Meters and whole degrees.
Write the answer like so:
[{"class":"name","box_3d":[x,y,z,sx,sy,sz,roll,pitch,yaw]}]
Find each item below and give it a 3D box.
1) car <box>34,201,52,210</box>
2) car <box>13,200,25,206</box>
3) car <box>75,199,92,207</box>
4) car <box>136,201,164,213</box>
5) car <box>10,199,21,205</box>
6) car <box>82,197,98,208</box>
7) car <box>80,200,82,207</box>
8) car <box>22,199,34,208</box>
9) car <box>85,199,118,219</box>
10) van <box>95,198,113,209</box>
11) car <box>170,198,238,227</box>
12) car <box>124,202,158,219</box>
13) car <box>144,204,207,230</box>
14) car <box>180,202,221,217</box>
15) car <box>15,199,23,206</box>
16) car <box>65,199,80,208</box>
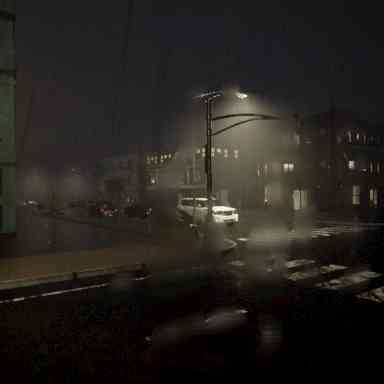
[{"class":"car","box_3d":[-25.231,2.232,56.950,1.752,1.417,4.829,-1,0,-36]},{"class":"car","box_3d":[-41.425,2.547,79.603,2.008,1.369,4.403,-1,0,-36]},{"class":"car","box_3d":[-21.733,2.227,66.466,1.887,1.381,4.507,-1,0,-36]},{"class":"car","box_3d":[-5.636,1.966,43.952,1.802,1.307,4.206,-2,0,-36]},{"class":"car","box_3d":[-44.644,2.597,84.104,1.887,1.381,4.507,-1,0,-36]},{"class":"car","box_3d":[-15.393,2.032,53.157,1.882,1.535,5.008,-1,0,-35]},{"class":"car","box_3d":[-18.519,1.939,61.963,2.192,1.841,5.009,-1,0,-36]},{"class":"car","box_3d":[-31.768,2.375,66.094,2.008,1.369,4.403,-1,0,-36]},{"class":"car","box_3d":[-9.237,1.846,34.574,1.967,1.590,4.097,-1,0,-36]},{"class":"van","box_3d":[-15.299,1.906,57.460,1.690,1.788,3.998,-1,0,-36]},{"class":"car","box_3d":[0.956,1.442,24.784,2.150,2.045,5.566,-1,0,-35]},{"class":"car","box_3d":[-4.995,1.886,33.112,2.033,1.411,5.357,-1,0,-36]},{"class":"car","box_3d":[-1.262,1.814,23.215,1.947,1.339,4.313,-2,0,-36]},{"class":"car","box_3d":[0.801,1.809,34.947,2.008,1.369,4.403,-2,0,-36]},{"class":"car","box_3d":[-38.208,2.379,75.099,1.967,1.590,4.097,-1,0,-36]},{"class":"car","box_3d":[-21.454,2.229,61.637,1.994,1.385,4.181,-1,0,-36]}]
